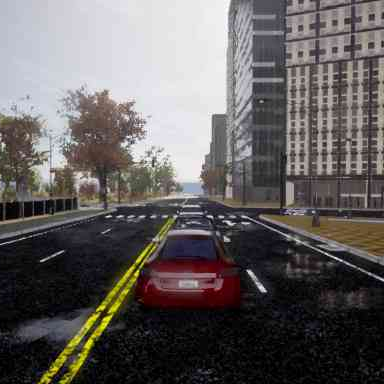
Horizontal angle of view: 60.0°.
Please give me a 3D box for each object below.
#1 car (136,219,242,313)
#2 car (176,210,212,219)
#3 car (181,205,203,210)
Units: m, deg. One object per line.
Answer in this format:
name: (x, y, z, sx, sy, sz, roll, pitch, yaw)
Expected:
car: (-0.022, 1.561, 7.767, 1.994, 1.385, 4.181, 0, 0, 1)
car: (0.076, 1.597, 13.015, 1.895, 1.301, 4.718, 0, 0, 0)
car: (-0.006, 1.544, 21.255, 2.033, 1.411, 5.357, 0, 0, 0)
